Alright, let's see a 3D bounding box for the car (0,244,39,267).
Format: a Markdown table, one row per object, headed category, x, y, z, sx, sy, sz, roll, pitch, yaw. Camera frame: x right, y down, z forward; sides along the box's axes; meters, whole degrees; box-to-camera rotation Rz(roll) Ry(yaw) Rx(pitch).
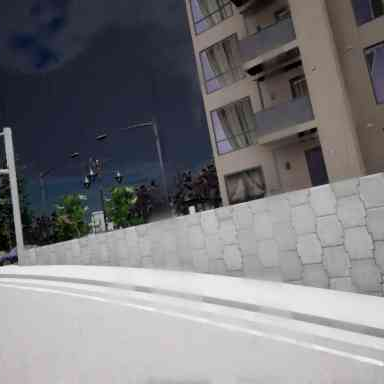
| category | x | y | z | sx | sy | sz | roll | pitch | yaw |
| --- | --- | --- | --- | --- | --- | --- | --- | --- | --- |
| car | -15.556 | 5.659 | 29.610 | 2.097 | 1.767 | 4.553 | -15 | -9 | 35 |
